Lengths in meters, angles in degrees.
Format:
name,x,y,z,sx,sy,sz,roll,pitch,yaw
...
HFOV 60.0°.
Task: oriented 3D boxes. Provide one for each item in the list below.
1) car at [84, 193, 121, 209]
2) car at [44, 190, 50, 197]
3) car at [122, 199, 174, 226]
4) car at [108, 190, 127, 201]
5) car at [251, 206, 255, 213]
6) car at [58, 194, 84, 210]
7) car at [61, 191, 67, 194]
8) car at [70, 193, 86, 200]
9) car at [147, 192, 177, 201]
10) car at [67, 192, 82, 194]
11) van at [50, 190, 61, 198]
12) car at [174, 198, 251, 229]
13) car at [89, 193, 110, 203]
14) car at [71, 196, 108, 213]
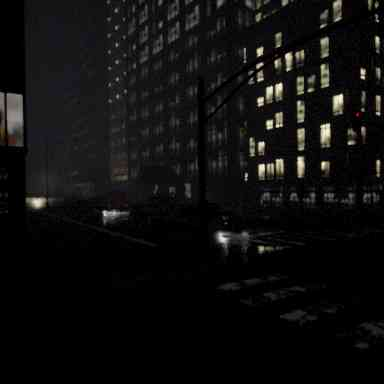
name,x,y,z,sx,sy,sz,roll,pitch,yaw
car,-10.293,1.198,37.925,2.128,1.511,4.902,-1,1,-34
car,-35.529,0.679,84.743,2.008,1.369,4.403,-1,1,-35
car,-2.763,1.450,22.484,2.008,1.369,4.403,-1,1,-35
car,-11.884,0.724,51.147,2.150,2.045,5.566,-1,1,-35
car,3.232,1.269,28.434,1.752,1.417,4.829,-1,1,-35
car,-13.595,1.284,38.151,2.008,1.369,4.403,-1,1,-35
car,-25.925,0.724,70.808,1.967,1.590,4.097,-1,1,-35
car,-22.724,0.880,66.164,1.887,1.381,4.507,-1,1,-35
car,-3.517,0.954,38.291,2.192,1.841,5.009,-1,1,-35
car,-19.189,1.074,56.283,1.895,1.301,4.718,-1,1,-35
van,-32.327,0.521,80.096,1.690,1.788,3.998,-1,1,-35
car,1.159,1.361,21.291,1.882,1.535,5.008,-1,1,-35
car,-15.810,0.910,56.909,1.882,1.535,5.008,-1,1,-35
car,-10.392,1.349,33.506,1.947,1.339,4.313,-1,1,-35
